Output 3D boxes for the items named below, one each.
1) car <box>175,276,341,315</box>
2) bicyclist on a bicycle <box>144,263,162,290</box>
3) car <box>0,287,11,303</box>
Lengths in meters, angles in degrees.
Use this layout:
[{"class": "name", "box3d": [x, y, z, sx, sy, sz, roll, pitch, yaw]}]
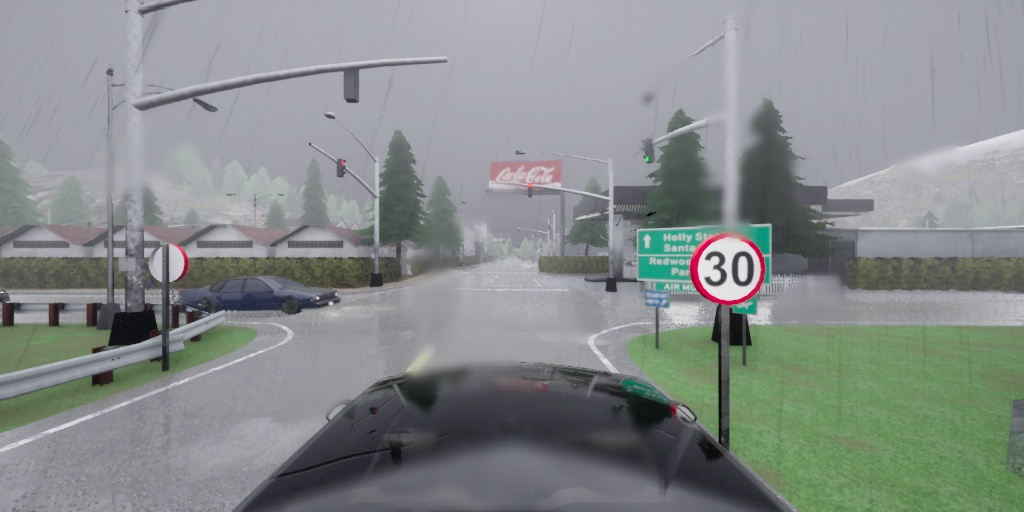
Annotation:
[{"class": "car", "box3d": [-9.568, 1.467, 13.700, 5.357, 1.411, 2.033, -1, 0, 1]}, {"class": "bicyclist on a bicycle", "box3d": [-21.672, 1.244, 21.339, 0.582, 1.620, 1.656, 0, 0, 1]}, {"class": "car", "box3d": [-22.652, 1.434, 13.872, 4.902, 1.511, 2.128, 0, 0, 1]}]
